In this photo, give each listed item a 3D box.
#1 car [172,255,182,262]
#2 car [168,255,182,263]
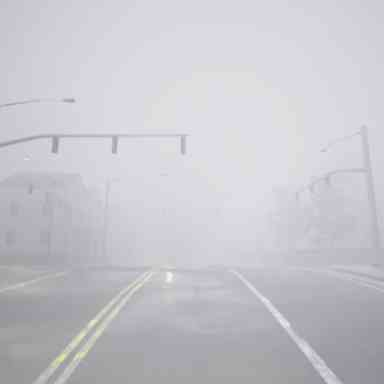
[{"bbox_3d":[-3.485,15.679,78.300,2.097,1.767,4.553,0,-12,0],"label":"car"},{"bbox_3d":[-3.509,12.771,63.213,1.882,1.535,5.008,0,-12,1],"label":"car"}]
